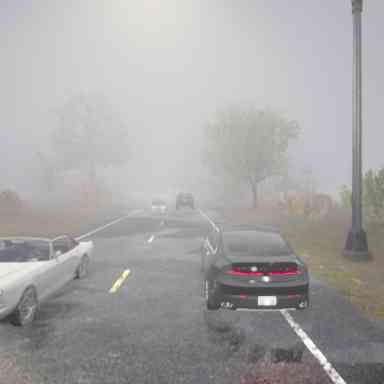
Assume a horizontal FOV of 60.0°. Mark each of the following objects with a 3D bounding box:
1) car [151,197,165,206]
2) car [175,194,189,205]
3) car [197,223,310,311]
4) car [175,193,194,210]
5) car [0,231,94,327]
[{"bbox_3d":[-5.104,1.432,50.831,1.994,1.385,4.181,0,0,-3],"label":"car"},{"bbox_3d":[-1.740,1.203,55.963,2.097,1.767,4.553,0,0,-3],"label":"car"},{"bbox_3d":[1.180,1.490,7.748,1.837,1.490,4.892,0,0,-1],"label":"car"},{"bbox_3d":[-0.926,1.116,41.328,2.150,2.045,5.566,0,0,-3],"label":"car"},{"bbox_3d":[-3.652,1.587,7.092,1.895,1.301,4.718,0,0,-1],"label":"car"}]
